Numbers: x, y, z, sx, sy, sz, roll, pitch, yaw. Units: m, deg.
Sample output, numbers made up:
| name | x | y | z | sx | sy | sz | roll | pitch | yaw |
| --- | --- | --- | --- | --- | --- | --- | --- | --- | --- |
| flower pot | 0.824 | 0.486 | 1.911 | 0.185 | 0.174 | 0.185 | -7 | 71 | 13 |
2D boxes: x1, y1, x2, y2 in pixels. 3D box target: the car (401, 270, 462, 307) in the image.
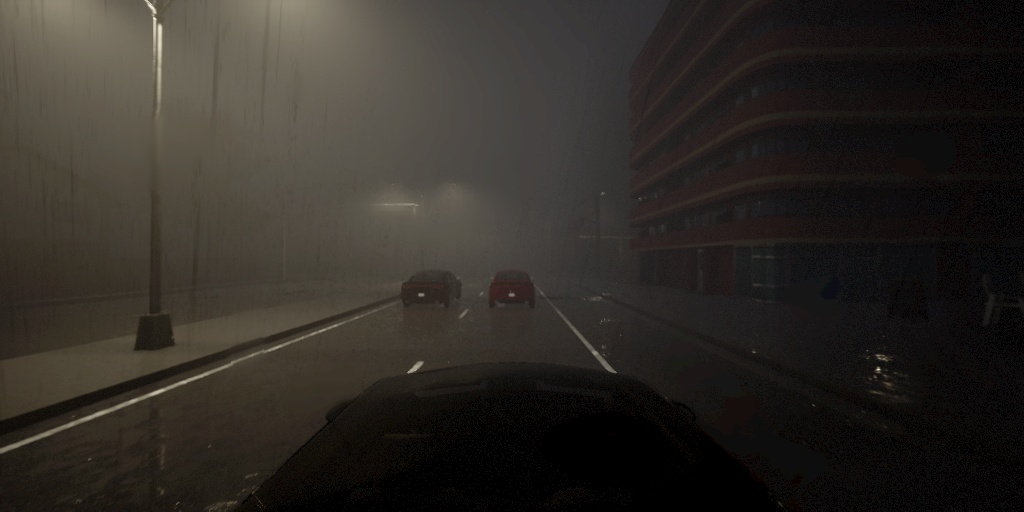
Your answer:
| name | x | y | z | sx | sy | sz | roll | pitch | yaw |
| --- | --- | --- | --- | --- | --- | --- | --- | --- | --- |
| car | -3.498 | 1.365 | 16.321 | 1.882 | 1.535 | 5.008 | 0 | 0 | 0 |

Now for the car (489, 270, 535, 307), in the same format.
| name | x | y | z | sx | sy | sz | roll | pitch | yaw |
| --- | --- | --- | --- | --- | --- | --- | --- | --- | --- |
| car | 0.002 | 1.365 | 16.319 | 1.882 | 1.535 | 5.008 | 0 | 0 | 0 |
